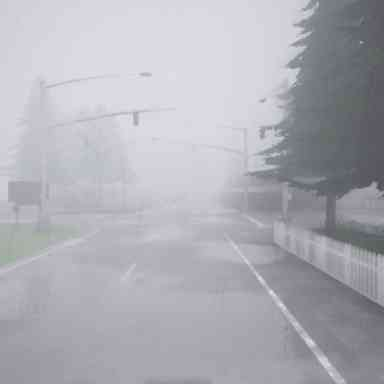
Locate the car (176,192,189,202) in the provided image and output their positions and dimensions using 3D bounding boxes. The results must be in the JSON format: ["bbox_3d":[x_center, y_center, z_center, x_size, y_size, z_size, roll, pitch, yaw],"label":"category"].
[{"bbox_3d":[-2.401,1.012,69.958,2.150,2.045,5.566,0,0,23],"label":"car"}]

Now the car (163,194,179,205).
[{"bbox_3d":[-3.572,1.406,54.279,1.994,1.385,4.181,0,0,0],"label":"car"}]

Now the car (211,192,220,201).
[{"bbox_3d":[6.912,0.996,73.817,5.566,2.045,2.150,0,0,-22],"label":"car"}]
